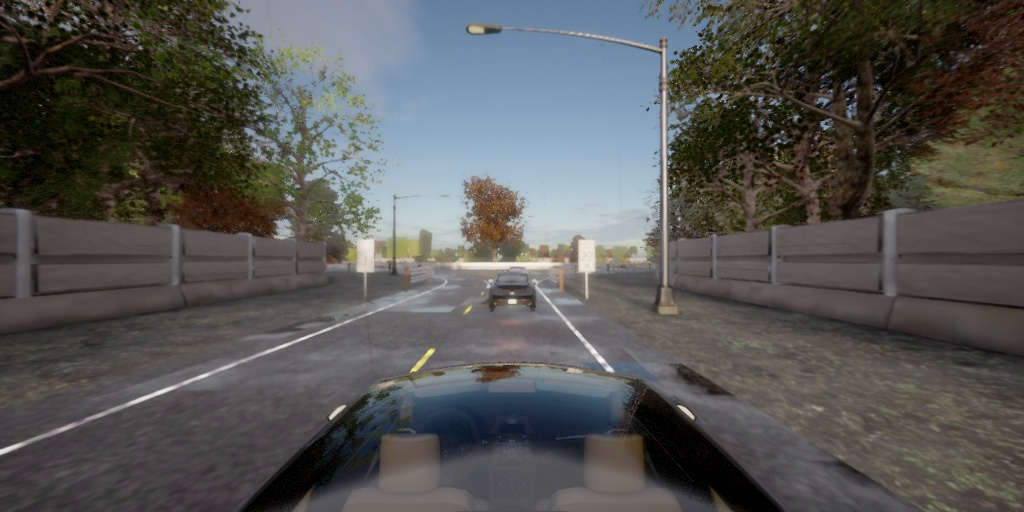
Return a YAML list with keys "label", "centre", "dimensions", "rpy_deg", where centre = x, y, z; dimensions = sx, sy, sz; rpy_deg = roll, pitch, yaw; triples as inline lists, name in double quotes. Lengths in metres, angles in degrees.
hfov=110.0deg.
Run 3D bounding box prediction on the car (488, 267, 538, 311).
- label: "car"
  centre: [0.034, 1.402, 15.369]
  dimensions: [1.837, 1.490, 4.892]
  rpy_deg: [0, 0, 0]
